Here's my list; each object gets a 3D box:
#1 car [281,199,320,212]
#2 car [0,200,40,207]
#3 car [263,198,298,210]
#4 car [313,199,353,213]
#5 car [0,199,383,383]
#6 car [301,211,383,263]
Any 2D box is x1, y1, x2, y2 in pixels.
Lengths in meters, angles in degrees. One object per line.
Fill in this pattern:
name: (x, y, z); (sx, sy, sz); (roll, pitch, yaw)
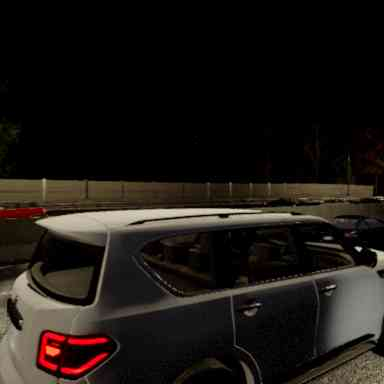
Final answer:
car: (12.730, 1.562, 38.843); (4.718, 1.301, 1.895); (0, 0, -35)
car: (-11.840, 1.347, 21.352); (4.553, 1.767, 2.097); (0, 0, -37)
car: (11.234, 1.525, 42.069); (4.181, 1.385, 1.994); (0, 0, -35)
car: (15.502, 1.486, 36.518); (4.674, 1.442, 1.812); (0, 0, -35)
car: (0.738, 1.216, 4.270); (5.566, 2.045, 2.150); (0, 0, -35)
car: (6.242, 1.545, 12.490); (4.181, 1.385, 1.994); (0, 0, -35)
